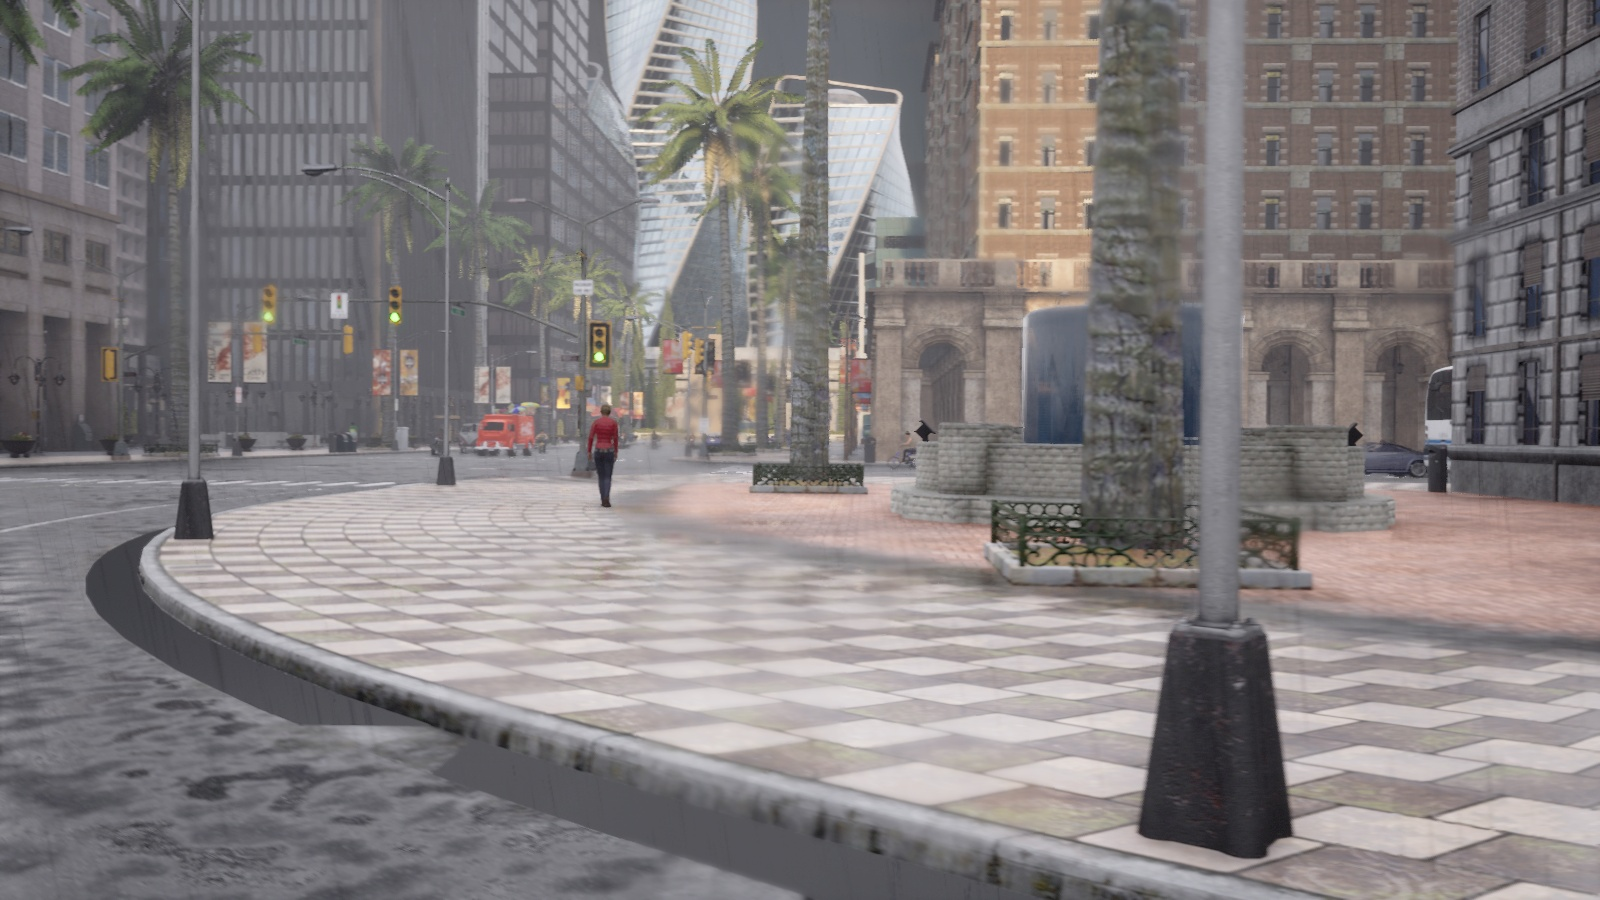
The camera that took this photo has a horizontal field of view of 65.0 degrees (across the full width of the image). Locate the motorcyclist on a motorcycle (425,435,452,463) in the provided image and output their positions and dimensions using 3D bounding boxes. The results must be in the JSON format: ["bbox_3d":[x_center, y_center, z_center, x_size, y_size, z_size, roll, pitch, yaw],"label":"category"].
[{"bbox_3d":[-21.364,-0.083,74.258,0.766,1.649,2.350,0,1,4],"label":"motorcyclist on a motorcycle"}]

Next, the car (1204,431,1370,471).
[{"bbox_3d":[17.954,0.036,46.471,5.357,1.411,2.033,0,1,2],"label":"car"}]

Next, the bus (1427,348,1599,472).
[{"bbox_3d":[29.048,-1.473,45.844,10.273,4.253,3.944,-1,1,3],"label":"bus"}]

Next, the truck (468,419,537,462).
[{"bbox_3d":[-17.805,-0.565,75.416,2.627,2.467,5.204,0,1,3],"label":"truck"}]

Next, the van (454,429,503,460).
[{"bbox_3d":[-20.912,-0.385,81.881,1.775,1.987,4.442,0,1,3],"label":"van"}]

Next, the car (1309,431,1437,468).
[{"bbox_3d":[22.647,-0.029,49.738,4.181,1.385,1.994,0,1,3],"label":"car"}]

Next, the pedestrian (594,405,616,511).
[{"bbox_3d":[-3.436,0.136,22.135,0.331,1.846,0.636,-1,1,-5],"label":"pedestrian"}]
